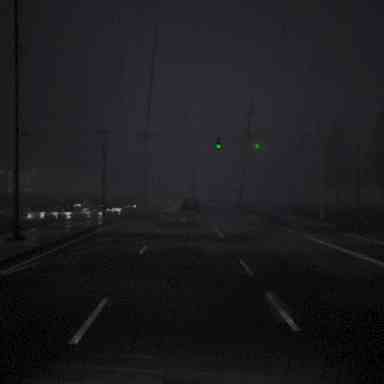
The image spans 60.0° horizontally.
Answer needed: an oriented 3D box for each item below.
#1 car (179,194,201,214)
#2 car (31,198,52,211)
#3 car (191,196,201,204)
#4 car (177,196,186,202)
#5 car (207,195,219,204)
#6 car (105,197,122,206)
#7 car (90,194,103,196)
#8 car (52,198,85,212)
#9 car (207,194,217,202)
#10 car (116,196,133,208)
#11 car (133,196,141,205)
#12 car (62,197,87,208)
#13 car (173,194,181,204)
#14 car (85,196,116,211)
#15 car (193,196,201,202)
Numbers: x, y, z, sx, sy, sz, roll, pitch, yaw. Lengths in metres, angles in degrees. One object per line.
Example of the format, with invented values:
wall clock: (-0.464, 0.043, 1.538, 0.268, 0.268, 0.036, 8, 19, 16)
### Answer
car: (-0.024, 1.438, 37.224, 2.097, 1.767, 4.553, 0, 0, 2)
car: (-18.458, 1.587, 42.159, 1.882, 1.535, 5.008, 0, 0, 2)
car: (0.847, 1.671, 68.583, 2.128, 1.511, 4.902, 0, 0, 2)
car: (-2.382, 1.659, 78.710, 1.994, 1.385, 4.181, 0, 0, 1)
car: (4.344, 1.506, 68.440, 2.097, 1.767, 4.553, 0, 0, 2)
car: (-14.363, 1.628, 61.246, 1.882, 1.535, 5.008, 0, 0, 2)
car: (-14.650, 1.349, 50.905, 2.150, 2.045, 5.566, 0, 0, 2)
car: (-14.989, 1.610, 41.196, 1.837, 1.490, 4.892, 0, 0, 2)
car: (4.615, 1.457, 78.513, 2.097, 1.767, 4.553, 0, 0, 1)
car: (-11.132, 1.618, 51.488, 2.128, 1.511, 4.902, 0, 0, 2)
car: (-10.851, 1.501, 61.622, 2.097, 1.767, 4.553, 0, 0, 2)
car: (-18.131, 1.609, 51.625, 1.882, 1.535, 5.008, 0, 0, 2)
car: (-2.662, 1.380, 68.319, 2.150, 2.045, 5.566, 0, 0, 2)
car: (-11.463, 1.610, 42.120, 1.837, 1.490, 4.892, 0, 0, 2)
car: (1.118, 1.701, 78.675, 1.895, 1.301, 4.718, 0, 0, 1)
